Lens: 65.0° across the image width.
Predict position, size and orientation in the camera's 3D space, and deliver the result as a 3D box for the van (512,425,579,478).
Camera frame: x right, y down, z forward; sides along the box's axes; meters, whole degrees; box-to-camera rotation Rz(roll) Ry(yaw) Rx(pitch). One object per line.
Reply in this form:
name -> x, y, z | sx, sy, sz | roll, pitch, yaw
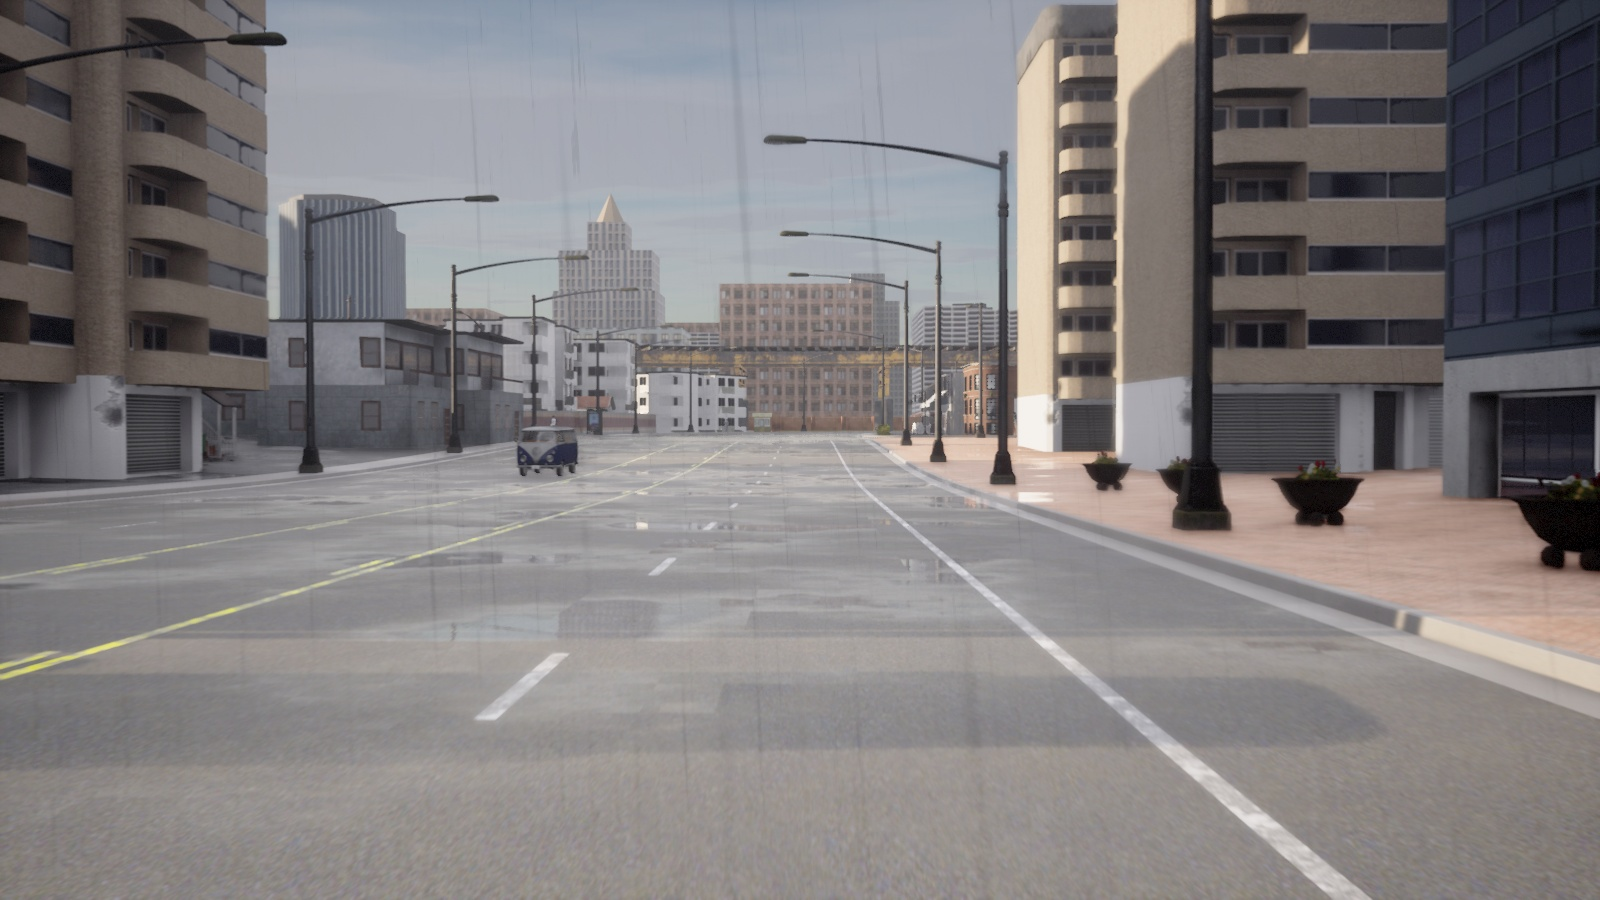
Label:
van -> -10.180, 0.011, 50.560 | 1.775, 1.987, 4.442 | 0, 2, 0
